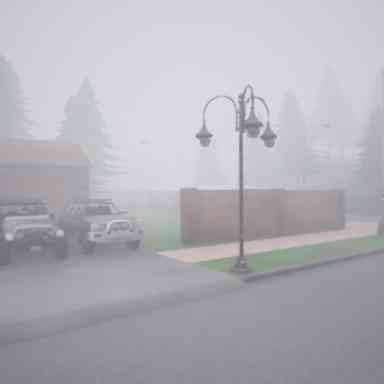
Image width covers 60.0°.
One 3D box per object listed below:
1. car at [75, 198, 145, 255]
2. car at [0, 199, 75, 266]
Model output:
[{"bbox_3d":[-3.659,1.169,12.727,1.932,1.855,4.605,0,0,-36],"label":"car"},{"bbox_3d":[-5.476,1.174,10.946,1.905,1.878,3.866,0,0,-36],"label":"car"}]
